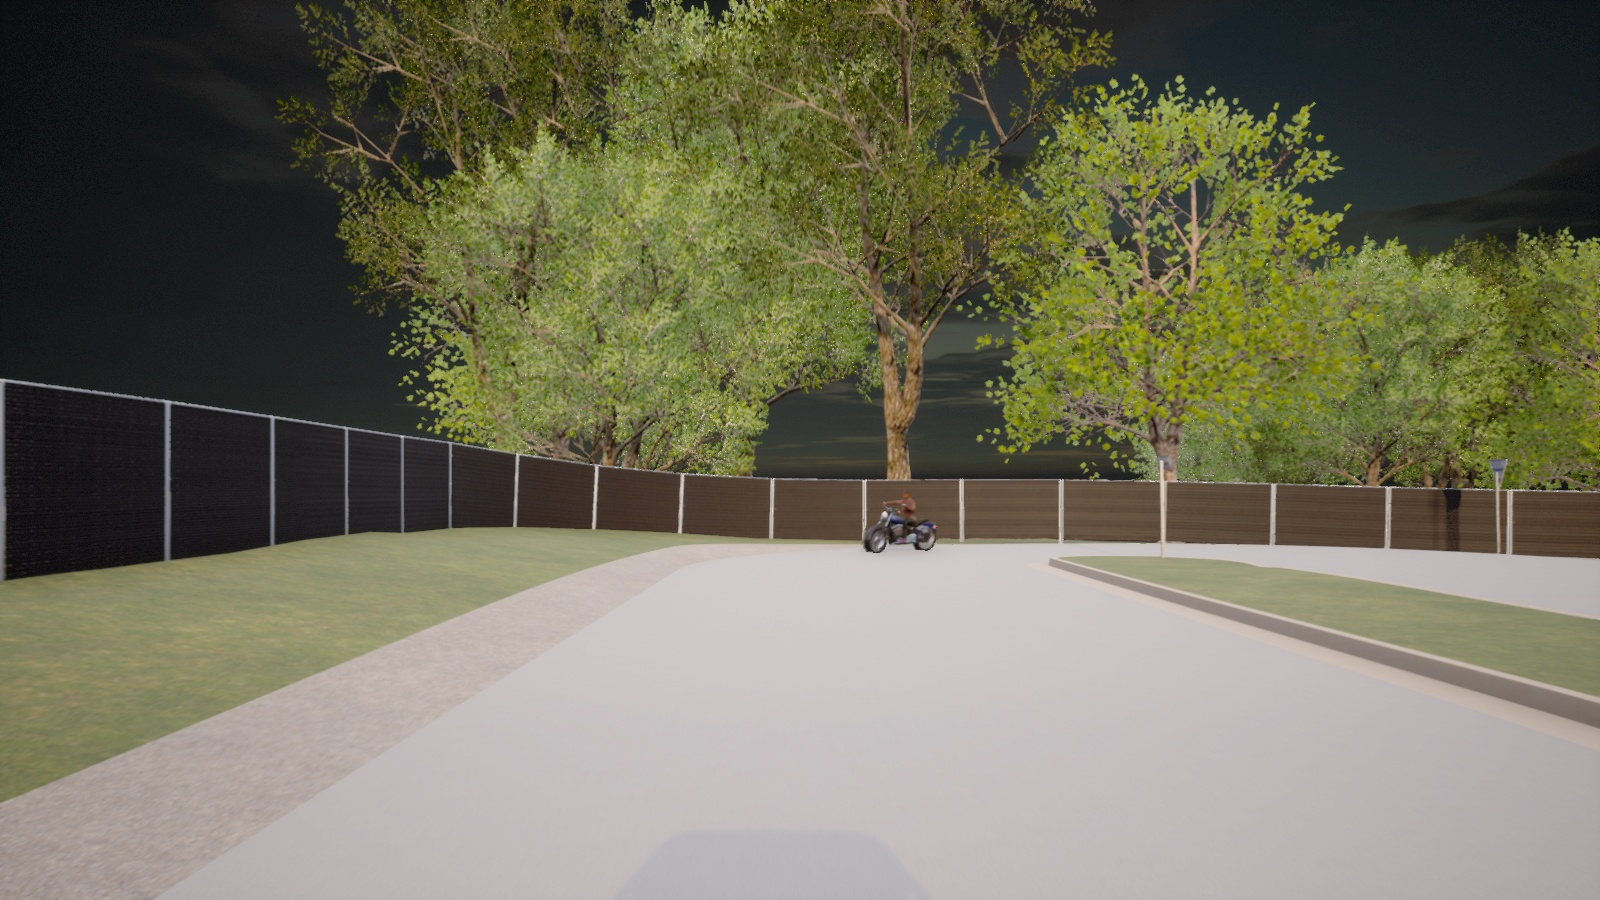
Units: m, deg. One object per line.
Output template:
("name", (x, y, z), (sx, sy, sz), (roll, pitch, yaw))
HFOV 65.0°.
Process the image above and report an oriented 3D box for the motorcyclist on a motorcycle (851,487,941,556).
("motorcyclist on a motorcycle", (2.472, 1.800, 32.052), (2.350, 1.649, 0.766), (0, 0, -36))
